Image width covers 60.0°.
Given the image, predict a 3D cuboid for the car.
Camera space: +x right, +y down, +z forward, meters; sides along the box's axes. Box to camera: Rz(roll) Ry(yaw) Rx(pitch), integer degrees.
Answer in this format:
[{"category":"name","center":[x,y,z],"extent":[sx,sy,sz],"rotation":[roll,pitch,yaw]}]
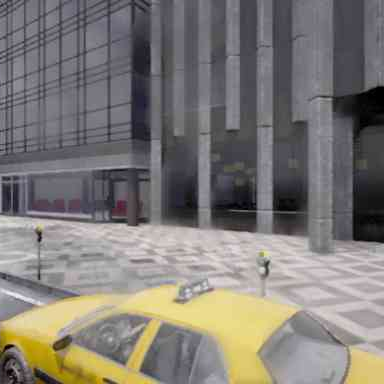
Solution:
[{"category":"car","center":[-0.201,1.521,3.226],"extent":[4.829,1.417,1.752],"rotation":[0,0,35]}]
